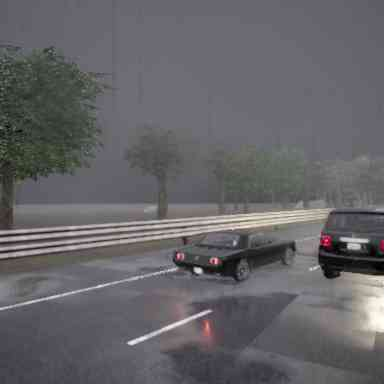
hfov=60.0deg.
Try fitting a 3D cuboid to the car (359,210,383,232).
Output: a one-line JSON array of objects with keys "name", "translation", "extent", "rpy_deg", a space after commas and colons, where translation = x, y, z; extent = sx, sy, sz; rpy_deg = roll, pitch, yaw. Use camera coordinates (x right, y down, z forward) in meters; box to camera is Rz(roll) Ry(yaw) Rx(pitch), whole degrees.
[{"name": "car", "translation": [14.462, 2.135, 25.421], "extent": [1.994, 1.385, 4.181], "rpy_deg": [-2, -2, 41]}]

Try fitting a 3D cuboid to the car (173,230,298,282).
[{"name": "car", "translation": [1.645, 1.895, 10.807], "extent": [1.895, 1.301, 4.718], "rpy_deg": [-2, -2, 41]}]

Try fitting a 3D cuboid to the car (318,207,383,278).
[{"name": "car", "translation": [5.758, 1.458, 10.204], "extent": [2.150, 2.045, 5.566], "rpy_deg": [-2, -2, 41]}]
